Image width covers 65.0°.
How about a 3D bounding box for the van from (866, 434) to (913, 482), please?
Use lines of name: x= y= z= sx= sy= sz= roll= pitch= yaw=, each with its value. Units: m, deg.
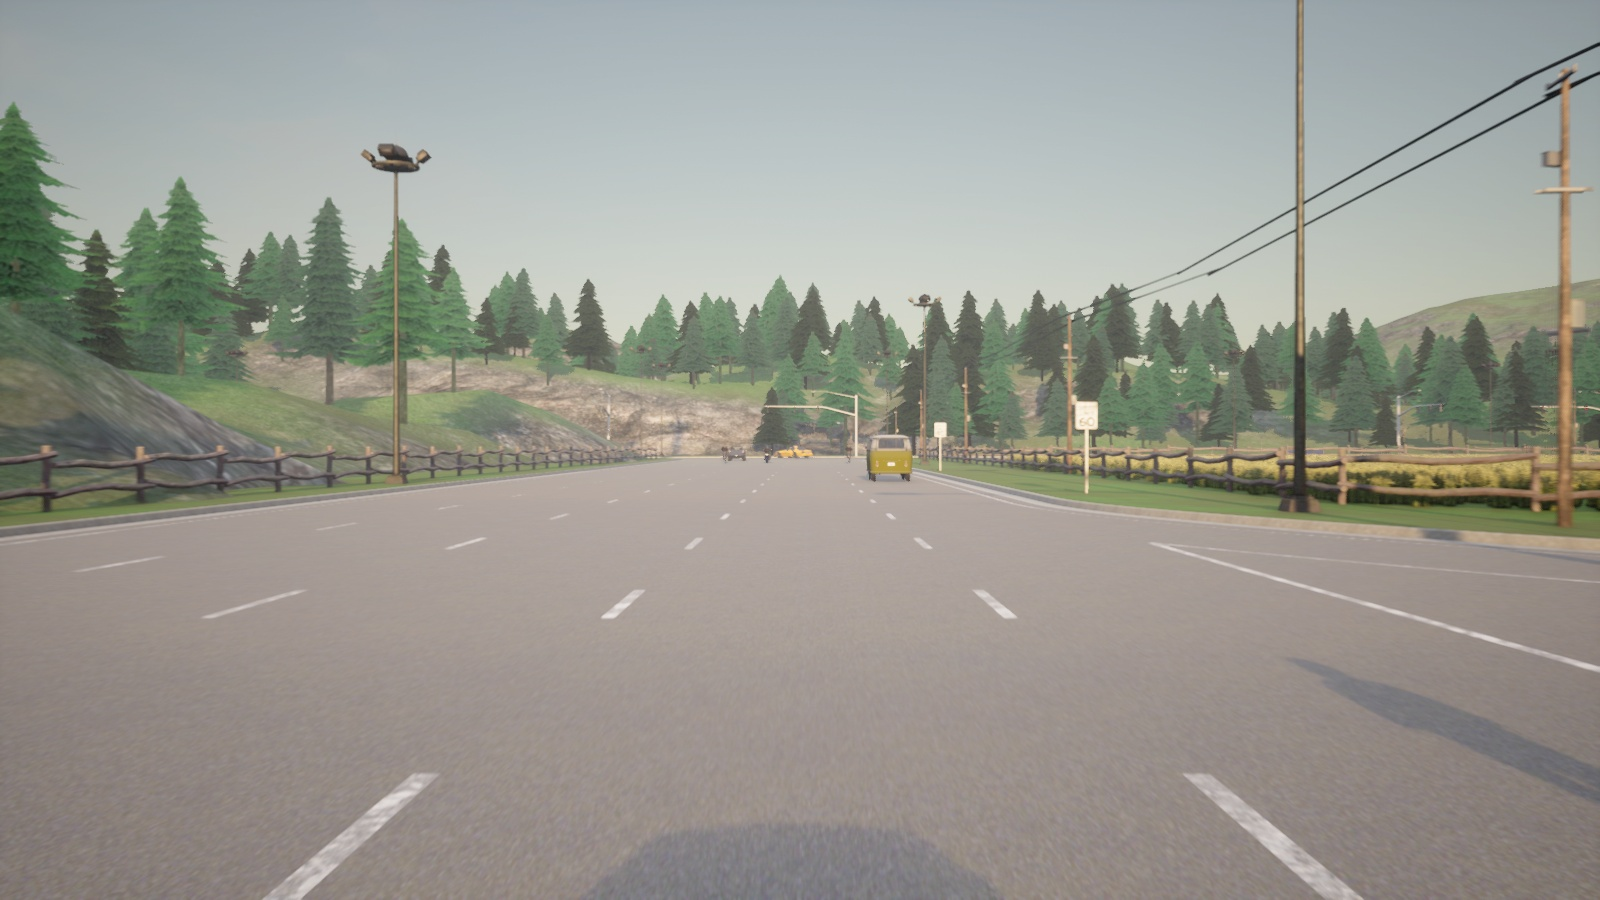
van: x=3.826 y=0.314 z=54.277 sx=1.775 sy=1.987 sz=4.442 roll=0 pitch=0 yaw=0
